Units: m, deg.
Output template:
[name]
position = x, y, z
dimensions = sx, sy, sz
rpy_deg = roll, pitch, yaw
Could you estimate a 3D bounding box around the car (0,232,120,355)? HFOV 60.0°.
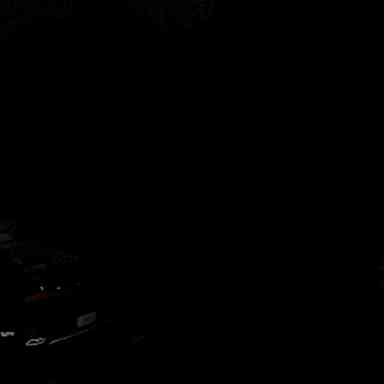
[car]
position = -3.410, 1.474, 5.962
dimensions = 4.892, 1.521, 2.231
rpy_deg = 0, 0, 35
